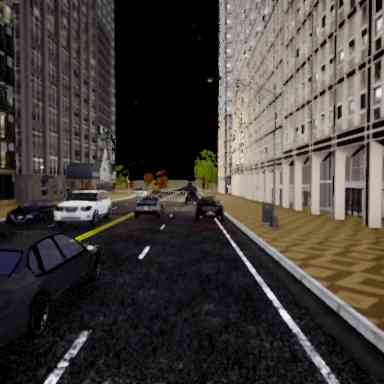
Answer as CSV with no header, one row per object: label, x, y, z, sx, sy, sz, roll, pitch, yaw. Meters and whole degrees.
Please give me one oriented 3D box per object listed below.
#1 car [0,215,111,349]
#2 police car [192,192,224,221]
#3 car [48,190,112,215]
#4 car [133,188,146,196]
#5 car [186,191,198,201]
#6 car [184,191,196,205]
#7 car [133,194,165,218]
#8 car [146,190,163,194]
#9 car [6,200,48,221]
car,-3.152,1.446,6.267,2.033,1.411,5.357,0,1,0
police car,1.145,1.050,23.290,1.930,1.638,5.238,0,1,0
car,-6.591,0.888,20.833,2.150,2.045,5.566,0,1,0
car,-9.744,0.191,62.847,2.150,2.045,5.566,0,1,0
car,0.019,0.591,56.110,1.837,1.490,4.892,0,1,0
car,0.027,0.808,43.032,1.837,1.490,4.892,0,1,0
car,-3.142,1.141,25.216,2.033,1.411,5.357,0,1,0
car,-6.517,0.358,60.788,2.097,1.767,4.553,0,1,1
car,-9.838,1.225,21.022,1.994,1.385,4.181,0,1,0
